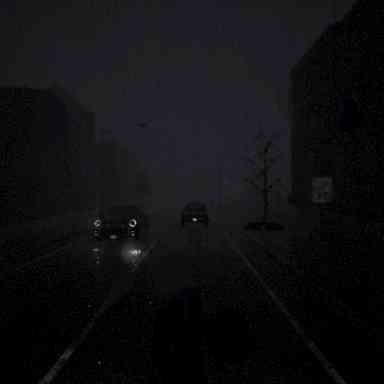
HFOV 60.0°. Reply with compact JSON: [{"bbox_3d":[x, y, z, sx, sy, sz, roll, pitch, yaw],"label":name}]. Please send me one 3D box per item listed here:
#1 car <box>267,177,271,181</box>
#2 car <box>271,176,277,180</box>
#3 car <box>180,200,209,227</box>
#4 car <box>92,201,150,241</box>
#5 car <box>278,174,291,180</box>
[{"bbox_3d":[22.490,-3.557,91.167,2.002,1.452,4.674,0,1,-2],"label":"car"},{"bbox_3d":[22.818,-3.511,85.628,2.097,1.535,5.008,0,1,-3],"label":"car"},{"bbox_3d":[0.192,1.553,23.571,2.128,1.511,4.902,0,0,0],"label":"car"},{"bbox_3d":[-3.435,1.393,16.781,2.097,1.767,4.553,0,0,0],"label":"car"},{"bbox_3d":[23.262,-3.550,80.121,2.185,1.767,4.553,0,1,-5],"label":"car"}]
